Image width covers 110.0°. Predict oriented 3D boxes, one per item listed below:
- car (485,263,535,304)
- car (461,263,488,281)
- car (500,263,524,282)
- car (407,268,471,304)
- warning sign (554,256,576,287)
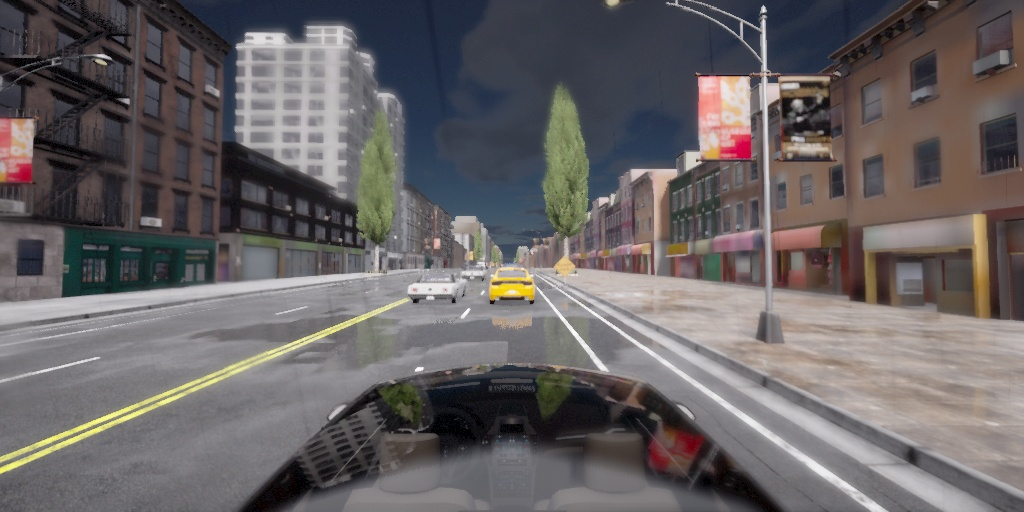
[{"bbox_3d":[0.000,1.266,16.510,1.882,1.535,5.008,0,0,0],"label":"car"},{"bbox_3d":[-3.250,1.506,31.546,1.895,1.301,4.718,0,0,0],"label":"car"},{"bbox_3d":[0.000,1.374,31.517,1.882,1.535,5.008,0,0,0],"label":"car"},{"bbox_3d":[-3.250,1.398,16.539,1.895,1.301,4.718,0,0,0],"label":"car"},{"bbox_3d":[3.225,0.921,21.669,1.300,1.860,1.060,0,0,0],"label":"warning sign"}]
